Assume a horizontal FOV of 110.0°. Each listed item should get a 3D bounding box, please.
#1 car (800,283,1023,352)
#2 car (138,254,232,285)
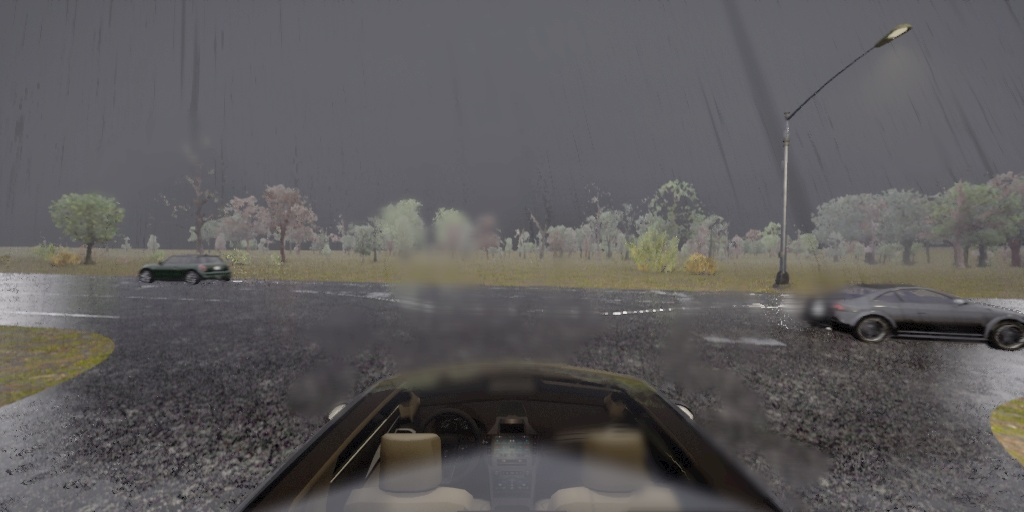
[{"bbox_3d":[10.031,1.412,9.141,4.181,1.385,1.994,1,1,9],"label":"car"},{"bbox_3d":[-18.974,0.691,20.872,4.553,1.767,2.097,1,1,9],"label":"car"}]
